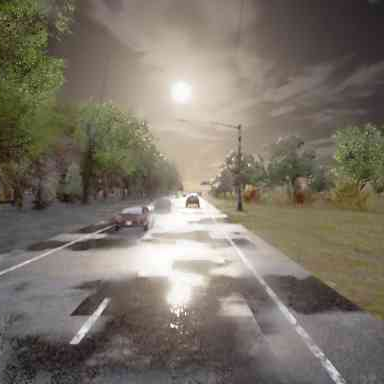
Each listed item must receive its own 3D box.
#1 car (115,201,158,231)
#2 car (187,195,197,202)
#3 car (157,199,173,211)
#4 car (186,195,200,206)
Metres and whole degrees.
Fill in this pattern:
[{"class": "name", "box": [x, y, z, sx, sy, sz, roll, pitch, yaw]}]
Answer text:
[{"class": "car", "box": [-3.397, 1.502, 20.238, 1.812, 1.442, 4.674, 0, 0, 0]}, {"class": "car", "box": [0.018, 1.462, 72.974, 2.033, 1.411, 5.357, 0, 0, 0]}, {"class": "car", "box": [-3.391, 1.502, 39.531, 2.033, 1.411, 5.357, 0, 0, 0]}, {"class": "car", "box": [0.112, 1.294, 52.233, 2.097, 1.767, 4.553, 0, 0, 0]}]
